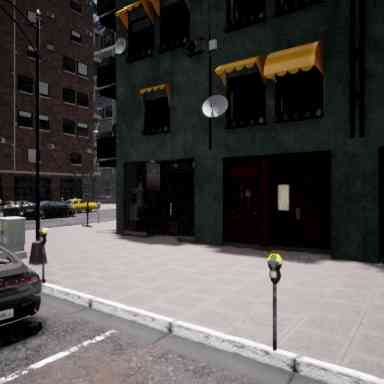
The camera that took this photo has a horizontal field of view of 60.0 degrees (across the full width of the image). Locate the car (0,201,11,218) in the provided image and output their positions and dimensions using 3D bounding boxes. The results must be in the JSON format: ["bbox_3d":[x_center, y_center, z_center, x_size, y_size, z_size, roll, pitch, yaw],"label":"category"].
[{"bbox_3d":[-14.029,1.350,26.116,2.008,1.369,4.403,1,1,35],"label":"car"}]

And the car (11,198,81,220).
[{"bbox_3d":[-11.179,1.345,25.690,1.994,1.385,4.181,0,1,35],"label":"car"}]

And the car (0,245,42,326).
[{"bbox_3d":[-4.496,1.551,6.092,4.403,1.369,2.008,0,0,36],"label":"car"}]

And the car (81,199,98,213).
[{"bbox_3d":[-10.933,1.250,30.537,1.752,1.417,4.829,1,1,35],"label":"car"}]
